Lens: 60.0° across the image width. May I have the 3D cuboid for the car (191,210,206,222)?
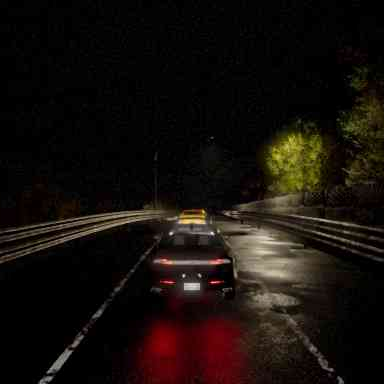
[{"bbox_3d":[0.966,3.202,45.622,1.882,1.535,5.008,0,-3,3],"label":"car"}]

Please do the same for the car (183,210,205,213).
[{"bbox_3d":[0.078,2.027,24.217,1.882,1.535,5.008,0,-3,1],"label":"car"}]

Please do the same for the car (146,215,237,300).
[{"bbox_3d":[-0.006,1.561,8.527,2.128,1.511,4.902,0,-1,0],"label":"car"}]

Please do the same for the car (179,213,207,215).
[{"bbox_3d":[-0.008,1.826,15.407,1.895,1.301,4.718,0,-2,0],"label":"car"}]

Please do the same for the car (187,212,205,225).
[{"bbox_3d":[0.520,2.796,36.301,1.895,1.301,4.718,0,-3,2],"label":"car"}]

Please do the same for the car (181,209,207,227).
[{"bbox_3d":[0.225,2.360,30.496,2.128,1.511,4.902,0,-3,2],"label":"car"}]
